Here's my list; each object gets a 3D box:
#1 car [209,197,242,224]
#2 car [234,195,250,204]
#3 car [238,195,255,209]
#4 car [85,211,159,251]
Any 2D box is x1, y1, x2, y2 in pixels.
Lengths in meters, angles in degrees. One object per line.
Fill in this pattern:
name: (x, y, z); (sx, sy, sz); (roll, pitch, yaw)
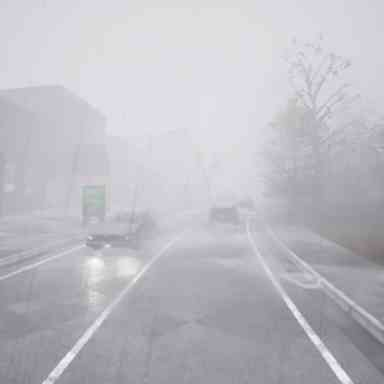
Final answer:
car: (2.392, 1.398, 23.804); (1.882, 1.535, 5.008); (-1, 0, 10)
car: (8.985, 1.353, 59.356); (1.812, 1.442, 4.674); (-2, 0, 19)
car: (6.581, 1.356, 41.001); (1.812, 1.442, 4.674); (-2, 0, 17)
car: (-2.720, 1.530, 14.409); (2.033, 1.411, 5.357); (0, 0, 6)
